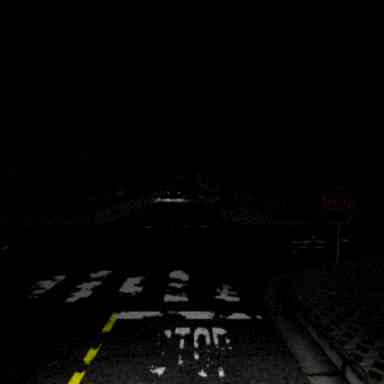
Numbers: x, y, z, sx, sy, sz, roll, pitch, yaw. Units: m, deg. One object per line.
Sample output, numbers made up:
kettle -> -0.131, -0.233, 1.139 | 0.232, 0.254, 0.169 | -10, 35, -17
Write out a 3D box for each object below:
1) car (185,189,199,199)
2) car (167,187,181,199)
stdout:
car -> 0.014, 0.274, 51.541 | 1.994, 1.385, 4.181 | 0, 2, 0
car -> -2.736, 0.055, 51.720 | 2.097, 1.767, 4.553 | 0, 2, 0
